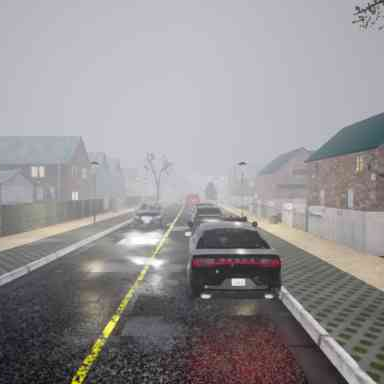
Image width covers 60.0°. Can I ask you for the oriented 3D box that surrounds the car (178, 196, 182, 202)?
[{"bbox_3d":[-2.572,1.790,85.113,1.994,1.385,4.181,0,0,0],"label":"car"}]

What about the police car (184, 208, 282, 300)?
[{"bbox_3d":[0.842,1.424,8.584,1.930,1.638,5.238,0,0,0],"label":"police car"}]

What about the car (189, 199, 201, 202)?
[{"bbox_3d":[0.875,1.519,24.476,1.837,1.490,4.892,0,0,0],"label":"car"}]

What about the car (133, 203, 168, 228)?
[{"bbox_3d":[-2.703,1.502,22.363,2.128,1.511,4.902,0,0,0],"label":"car"}]

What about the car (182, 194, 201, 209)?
[{"bbox_3d":[0.132,1.281,46.789,2.150,2.045,5.566,0,0,1],"label":"car"}]

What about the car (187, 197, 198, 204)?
[{"bbox_3d":[0.137,1.677,66.015,2.033,1.411,5.357,0,0,0],"label":"car"}]

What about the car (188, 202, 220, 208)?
[{"bbox_3d":[0.863,1.512,18.475,1.837,1.490,4.892,0,0,0],"label":"car"}]
